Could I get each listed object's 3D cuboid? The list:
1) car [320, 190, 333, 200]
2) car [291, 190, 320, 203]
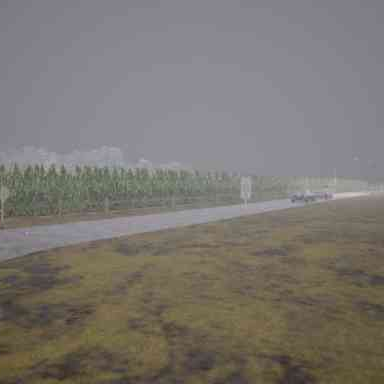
[{"bbox_3d":[20.736,0.363,52.273,2.128,1.511,4.902,1,2,36],"label":"car"},{"bbox_3d":[14.851,0.455,44.025,2.097,1.767,4.553,1,2,36],"label":"car"}]
